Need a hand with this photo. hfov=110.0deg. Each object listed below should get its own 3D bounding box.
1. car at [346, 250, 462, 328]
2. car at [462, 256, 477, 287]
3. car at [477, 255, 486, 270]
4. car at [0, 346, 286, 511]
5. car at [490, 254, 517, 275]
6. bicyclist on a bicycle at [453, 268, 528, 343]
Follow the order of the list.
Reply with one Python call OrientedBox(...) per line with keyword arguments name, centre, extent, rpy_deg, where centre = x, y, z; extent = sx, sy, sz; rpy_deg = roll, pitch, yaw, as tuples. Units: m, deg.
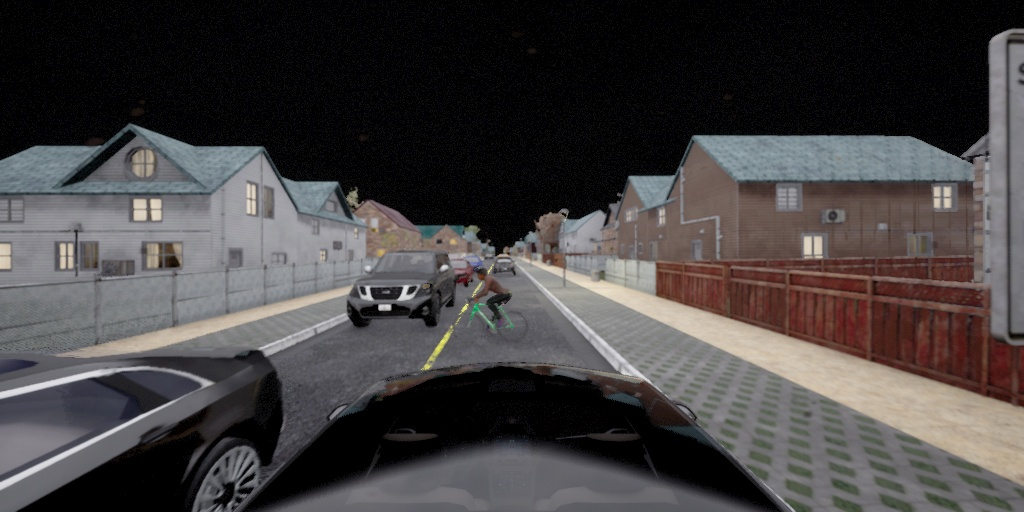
OrientedBox(name="car", centre=(-3.080, 0.822, 11.234), extent=(2.150, 2.045, 5.566), rpy_deg=(0, 1, -1))
OrientedBox(name="car", centre=(-3.332, 0.917, 21.235), extent=(1.882, 1.535, 5.008), rpy_deg=(0, 1, -1))
OrientedBox(name="car", centre=(-3.567, 0.763, 31.373), extent=(1.882, 1.535, 5.008), rpy_deg=(0, 1, -1))
OrientedBox(name="car", centre=(-2.813, 1.267, 1.046), extent=(2.128, 1.511, 4.902), rpy_deg=(0, 1, -1))
OrientedBox(name="car", centre=(-0.636, 0.813, 30.264), extent=(1.812, 1.442, 4.674), rpy_deg=(0, 1, -2))
OrientedBox(name="bicyclist on a bicycle", centre=(-0.482, 1.086, 7.799), extent=(1.656, 1.620, 0.582), rpy_deg=(-1, 1, -1))
